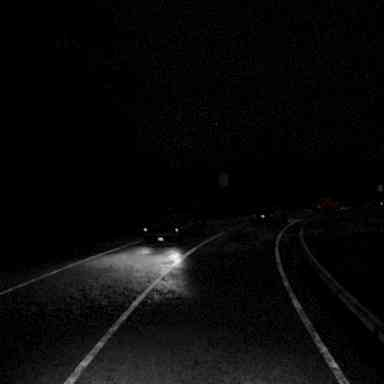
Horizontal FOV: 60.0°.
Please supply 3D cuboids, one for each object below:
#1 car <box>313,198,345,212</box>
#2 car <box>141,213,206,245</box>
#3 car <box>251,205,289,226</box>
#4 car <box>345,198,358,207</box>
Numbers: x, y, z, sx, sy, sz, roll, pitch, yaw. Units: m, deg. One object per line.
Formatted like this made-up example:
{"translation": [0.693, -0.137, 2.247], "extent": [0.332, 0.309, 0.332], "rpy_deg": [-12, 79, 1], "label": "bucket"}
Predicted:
{"translation": [16.030, 1.484, 39.551], "extent": [1.882, 1.535, 5.008], "rpy_deg": [-5, -3, 41], "label": "car"}
{"translation": [-0.751, 1.738, 16.383], "extent": [1.895, 1.301, 4.718], "rpy_deg": [-1, -1, 16], "label": "car"}
{"translation": [5.643, 1.638, 23.898], "extent": [2.033, 1.411, 5.357], "rpy_deg": [-2, -1, 24], "label": "car"}
{"translation": [23.328, 1.635, 50.881], "extent": [4.718, 1.301, 1.895], "rpy_deg": [-2, -3, -37], "label": "car"}
